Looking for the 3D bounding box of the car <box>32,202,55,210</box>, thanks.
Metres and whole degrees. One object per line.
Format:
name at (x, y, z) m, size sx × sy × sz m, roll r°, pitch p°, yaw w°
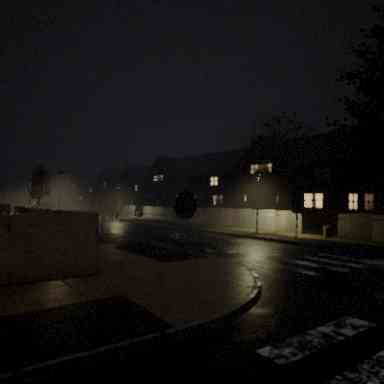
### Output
car at (-18.885, 2.076, 42.288) m, size 2.097 × 1.767 × 4.553 m, roll 2°, pitch -2°, yaw -36°
